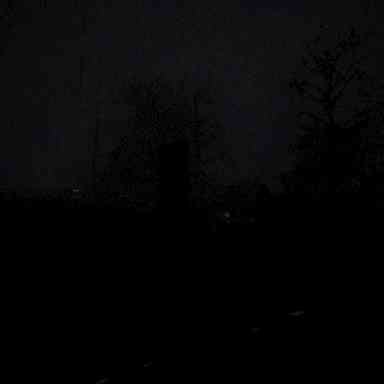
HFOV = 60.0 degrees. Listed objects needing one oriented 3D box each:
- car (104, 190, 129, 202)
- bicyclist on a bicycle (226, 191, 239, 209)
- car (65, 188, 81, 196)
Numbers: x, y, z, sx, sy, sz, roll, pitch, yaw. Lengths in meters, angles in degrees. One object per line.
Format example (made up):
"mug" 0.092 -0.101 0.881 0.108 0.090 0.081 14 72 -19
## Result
"car" -9.838 0.459 43.661 2.033 1.411 5.357 -2 2 -36
"bicyclist on a bicycle" 3.666 0.724 29.936 1.656 1.620 0.582 -1 2 -35
"car" -21.624 -0.039 60.220 2.128 1.511 4.902 -2 2 -36
